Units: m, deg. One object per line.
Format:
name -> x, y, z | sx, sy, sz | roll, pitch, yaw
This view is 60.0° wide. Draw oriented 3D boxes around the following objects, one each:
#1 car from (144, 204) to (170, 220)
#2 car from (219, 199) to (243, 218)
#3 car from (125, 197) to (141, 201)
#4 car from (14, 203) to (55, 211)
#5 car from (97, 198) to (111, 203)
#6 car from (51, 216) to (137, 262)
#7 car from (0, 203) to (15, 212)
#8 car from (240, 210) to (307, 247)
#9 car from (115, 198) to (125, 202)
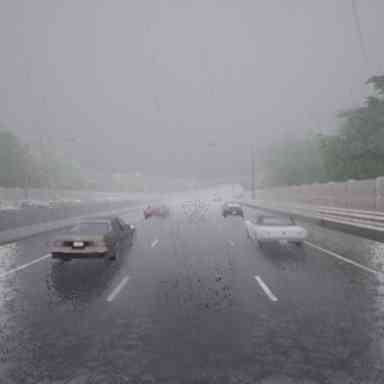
car -> -3.121, 1.782, 30.612 | 1.895, 1.301, 4.718 | 0, 0, 1
car -> 3.933, 1.725, 32.839 | 1.812, 1.442, 4.674 | 0, 0, 1
car -> -12.182, 1.876, 71.082 | 2.097, 1.767, 4.553 | 0, -1, 3
car -> -13.822, 1.775, 30.488 | 1.895, 1.301, 4.718 | 0, 0, 1
car -> -19.124, 2.045, 72.300 | 2.128, 1.511, 4.902 | 0, -1, 3
car -> -3.374, 1.623, 12.450 | 2.033, 1.411, 5.357 | 0, 0, 0
car -> -17.261, 1.750, 32.882 | 1.994, 1.385, 4.181 | 0, 0, 1
car -> 3.650, 1.694, 15.418 | 1.895, 1.301, 4.718 | 0, 0, 1
car -> -15.529, 2.067, 73.870 | 2.033, 1.411, 5.357 | 0, -1, 3
